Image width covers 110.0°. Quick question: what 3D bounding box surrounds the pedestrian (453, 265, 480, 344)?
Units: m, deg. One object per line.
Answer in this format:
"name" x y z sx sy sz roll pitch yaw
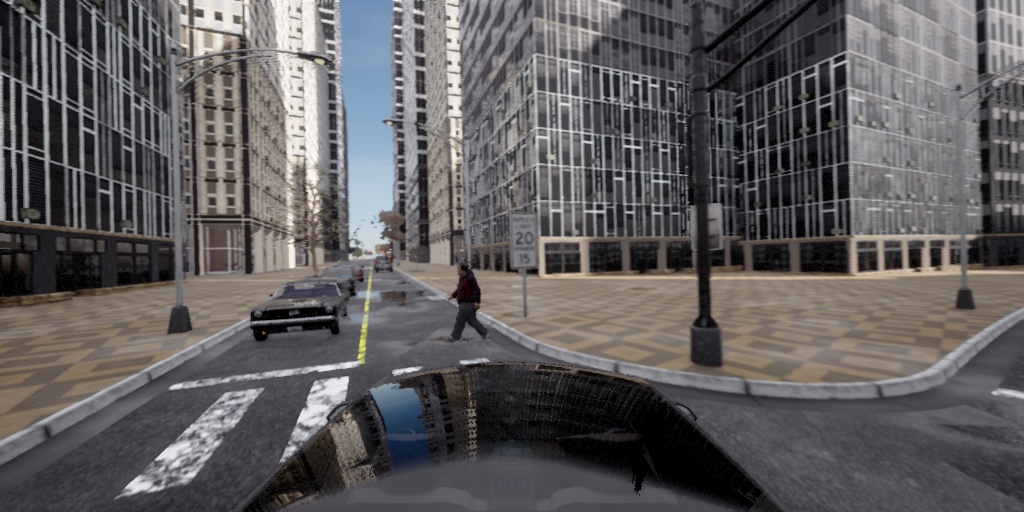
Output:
"pedestrian" -1.003 0.986 7.921 0.375 1.860 0.375 -1 0 -21

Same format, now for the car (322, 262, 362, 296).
"car" -9.224 1.291 19.091 1.837 1.490 4.892 -1 1 -21

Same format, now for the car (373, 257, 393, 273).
"car" -15.368 1.224 43.103 2.128 1.511 4.902 -1 0 -21

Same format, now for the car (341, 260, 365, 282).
"car" -12.811 1.147 28.360 2.097 1.767 4.553 -1 0 -21

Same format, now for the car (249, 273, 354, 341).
"car" -5.837 1.381 10.364 1.895 1.301 4.718 -1 0 -21
